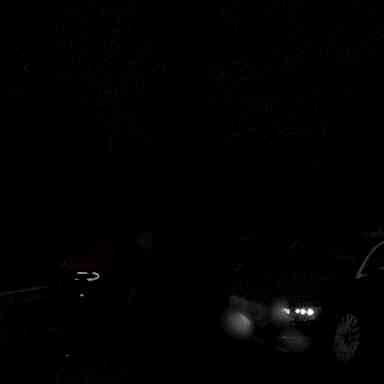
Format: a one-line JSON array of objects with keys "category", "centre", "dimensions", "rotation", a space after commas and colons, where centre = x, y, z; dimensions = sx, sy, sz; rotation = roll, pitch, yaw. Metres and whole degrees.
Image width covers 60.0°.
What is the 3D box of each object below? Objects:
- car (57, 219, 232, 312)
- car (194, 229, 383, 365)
[{"category": "car", "centre": [-0.529, 1.464, 7.893], "dimensions": [5.008, 1.535, 1.882], "rotation": [0, 0, -35]}, {"category": "car", "centre": [2.689, 1.474, 5.882], "dimensions": [4.902, 1.511, 2.128], "rotation": [0, 0, -35]}]
